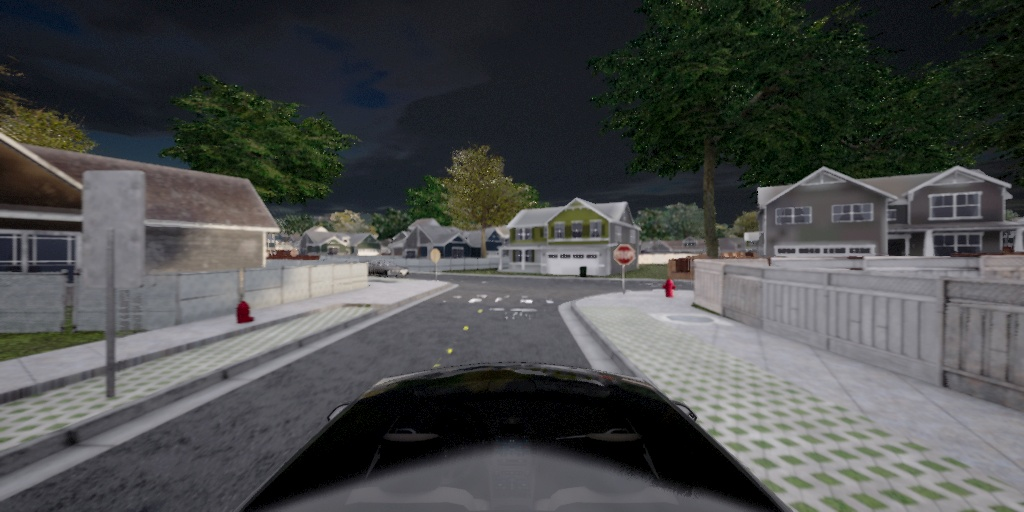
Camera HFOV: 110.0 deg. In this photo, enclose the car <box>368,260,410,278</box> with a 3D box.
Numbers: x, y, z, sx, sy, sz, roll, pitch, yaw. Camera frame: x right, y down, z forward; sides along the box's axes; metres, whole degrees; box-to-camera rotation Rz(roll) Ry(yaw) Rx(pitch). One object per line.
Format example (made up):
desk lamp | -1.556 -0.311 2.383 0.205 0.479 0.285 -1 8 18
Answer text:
car | -11.059 1.136 31.314 4.902 1.511 2.128 2 1 32
